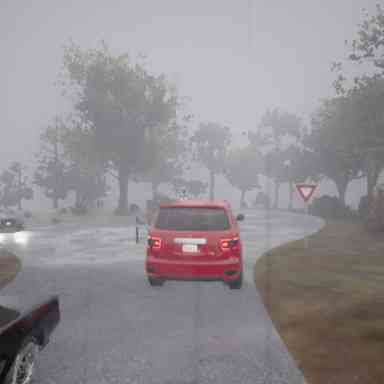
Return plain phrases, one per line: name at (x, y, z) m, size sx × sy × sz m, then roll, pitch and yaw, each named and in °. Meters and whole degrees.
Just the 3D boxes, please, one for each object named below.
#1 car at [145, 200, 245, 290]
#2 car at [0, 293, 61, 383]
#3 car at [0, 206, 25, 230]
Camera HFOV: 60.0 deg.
car at (0.280, 1.221, 9.338) m, size 2.150 × 2.045 × 5.566 m, roll 0°, pitch 0°, yaw 7°
car at (-2.725, 1.600, 2.311) m, size 1.895 × 1.301 × 4.718 m, roll 0°, pitch 0°, yaw 0°
car at (-11.617, 1.562, 19.615) m, size 4.181 × 1.385 × 1.994 m, roll 0°, pitch 0°, yaw 39°
